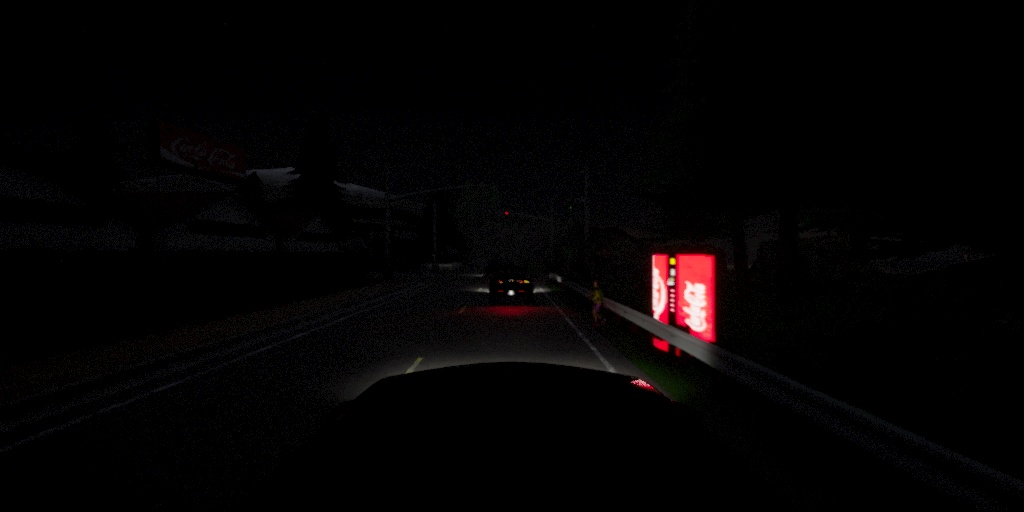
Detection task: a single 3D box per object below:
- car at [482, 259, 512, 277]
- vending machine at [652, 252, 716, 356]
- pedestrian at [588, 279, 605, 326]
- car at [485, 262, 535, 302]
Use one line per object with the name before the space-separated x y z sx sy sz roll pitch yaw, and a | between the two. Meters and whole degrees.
car | -1.063 1.008 29.463 1.837 1.490 4.892 1 0 -19
vending machine | 3.483 0.915 7.359 1.100 2.100 0.880 0 0 0
pedestrian | 2.021 1.063 8.277 0.500 1.100 0.500 0 0 0
car | -0.015 1.187 16.398 1.837 1.490 4.892 0 0 0
